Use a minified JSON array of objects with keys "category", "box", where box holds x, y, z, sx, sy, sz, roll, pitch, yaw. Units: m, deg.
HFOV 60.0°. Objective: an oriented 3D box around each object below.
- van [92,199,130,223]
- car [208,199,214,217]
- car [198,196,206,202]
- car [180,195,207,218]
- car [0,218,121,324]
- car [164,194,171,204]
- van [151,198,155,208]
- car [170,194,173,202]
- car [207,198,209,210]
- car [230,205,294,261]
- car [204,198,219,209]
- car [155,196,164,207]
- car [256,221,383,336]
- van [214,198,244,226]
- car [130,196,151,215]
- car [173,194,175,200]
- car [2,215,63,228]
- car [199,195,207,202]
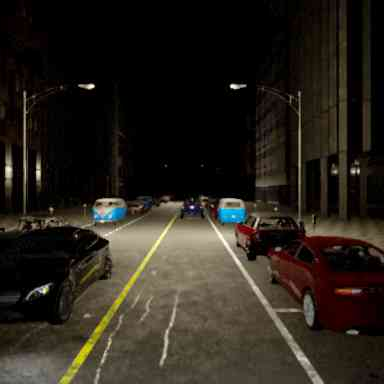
[{"category":"van","box":[-5.804,1.372,23.557,1.690,1.788,3.998,0,0,0]},{"category":"car","box":[2.711,1.583,29.189,1.887,1.381,4.507,0,0,0]},{"category":"car","box":[2.610,1.734,85.279,1.802,1.307,4.206,0,0,0]},{"category":"car","box":[0.027,1.392,31.195,2.097,1.767,4.553,0,0,0]},{"category":"car","box":[-3.053,1.535,7.282,1.812,1.442,4.674,0,0,0]},{"category":"car","box":[-5.885,1.678,68.432,1.947,1.339,4.313,0,0,0]},{"category":"van","box":[-5.834,1.394,40.385,1.690,1.788,3.998,0,0,0]},{"category":"car","box":[-5.895,1.565,74.042,1.967,1.590,4.097,0,0,0]},{"category":"car","box":[2.701,1.611,34.799,1.947,1.339,4.313,0,0,0]},{"category":"car","box":[2.741,1.456,12.362,1.967,1.590,4.097,0,0,0]},{"category":"car","box":[2.680,1.587,46.187,1.752,1.417,4.829,0,0,0]},{"category":"car","box":[-5.855,1.598,51.433,1.752,1.417,4.829,0,0,0]},{"category":"car","box":[2.751,1.553,6.753,1.887,1.381,4.507,0,0,0]},{"category":"van","box":[2.721,1.372,23.580,1.690,1.788,3.998,0,0,0]},{"category":"car","box":[-5.824,1.486,34.776,1.967,1.590,4.097,0,0,0]},{"category":"car","box":[-5.905,1.453,79.651,2.192,1.841,5.009,0,0,0]},{"category":"car","box":[-5.785,1.566,12.337,2.008,1.369,4.403,0,0,0]},{"category":"car","box":[2.620,1.578,79.671,1.967,1.590,4.097,0,0,0]}]
